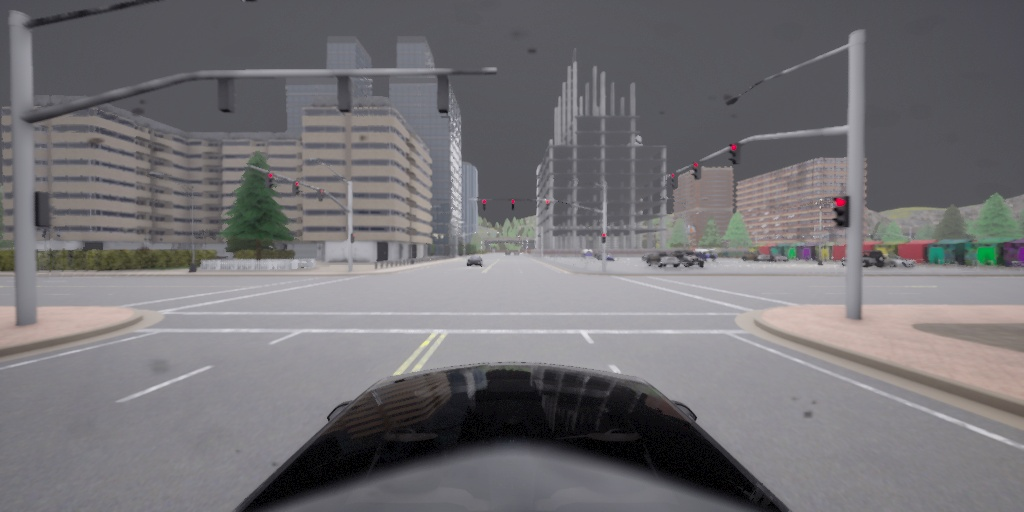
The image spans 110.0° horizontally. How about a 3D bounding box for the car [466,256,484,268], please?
[{"bbox_3d":[-4.454,0.667,43.932,2.033,1.411,5.357,0,1,0],"label":"car"}]
